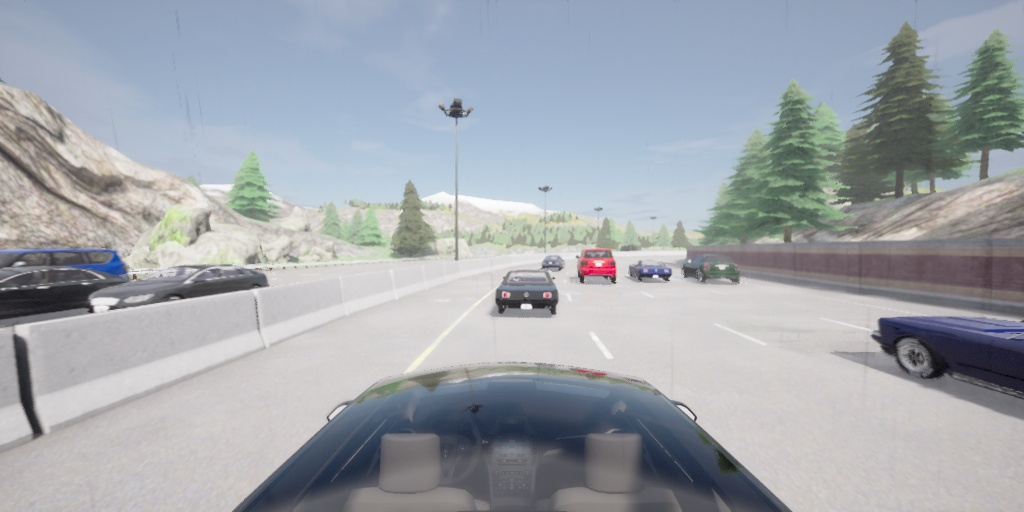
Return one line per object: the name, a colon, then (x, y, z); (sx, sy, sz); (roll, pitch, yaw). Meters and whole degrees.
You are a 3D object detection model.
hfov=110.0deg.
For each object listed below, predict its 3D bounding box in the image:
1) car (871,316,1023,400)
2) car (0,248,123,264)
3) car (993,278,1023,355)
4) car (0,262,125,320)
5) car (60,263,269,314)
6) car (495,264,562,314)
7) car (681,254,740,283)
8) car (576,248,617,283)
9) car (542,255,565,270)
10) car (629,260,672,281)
car: (7.179, 1.306, 4.071); (1.895, 1.301, 4.718); (0, 1, 1)
car: (-17.121, 0.735, 12.612); (2.150, 2.045, 5.566); (0, 1, 4)
car: (10.715, 1.214, 4.973); (1.812, 1.442, 4.674); (0, 1, 1)
car: (-13.768, 1.075, 9.979); (1.837, 1.490, 4.892); (0, 1, 3)
car: (-10.170, 1.032, 11.474); (2.128, 1.511, 4.902); (0, 1, 4)
car: (0.592, 1.124, 12.619); (1.895, 1.301, 4.718); (0, 1, 4)
car: (12.406, 0.673, 22.703); (2.097, 1.767, 4.553); (0, 1, 9)
car: (5.317, 0.534, 22.890); (2.150, 2.045, 5.566); (0, 1, 9)
car: (4.020, 0.620, 34.433); (2.033, 1.411, 5.357); (0, 1, 13)
car: (8.989, 0.899, 23.705); (1.895, 1.301, 4.718); (0, 1, 9)
